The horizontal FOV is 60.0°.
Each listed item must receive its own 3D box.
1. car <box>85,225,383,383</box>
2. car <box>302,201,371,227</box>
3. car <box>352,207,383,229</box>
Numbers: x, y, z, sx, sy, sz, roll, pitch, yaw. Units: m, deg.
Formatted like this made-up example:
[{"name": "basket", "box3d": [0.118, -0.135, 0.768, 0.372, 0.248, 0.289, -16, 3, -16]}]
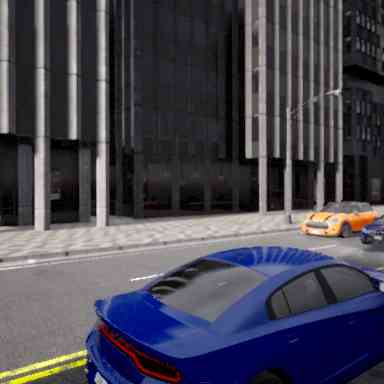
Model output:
[{"name": "car", "box3d": [1.227, 1.469, 4.322, 5.008, 1.535, 1.882, 0, 0, -36]}, {"name": "car", "box3d": [7.756, 1.311, 17.240, 4.553, 1.767, 2.097, 0, 0, -36]}, {"name": "car", "box3d": [9.048, 1.487, 14.169, 4.674, 1.442, 1.812, 0, 0, -36]}]
